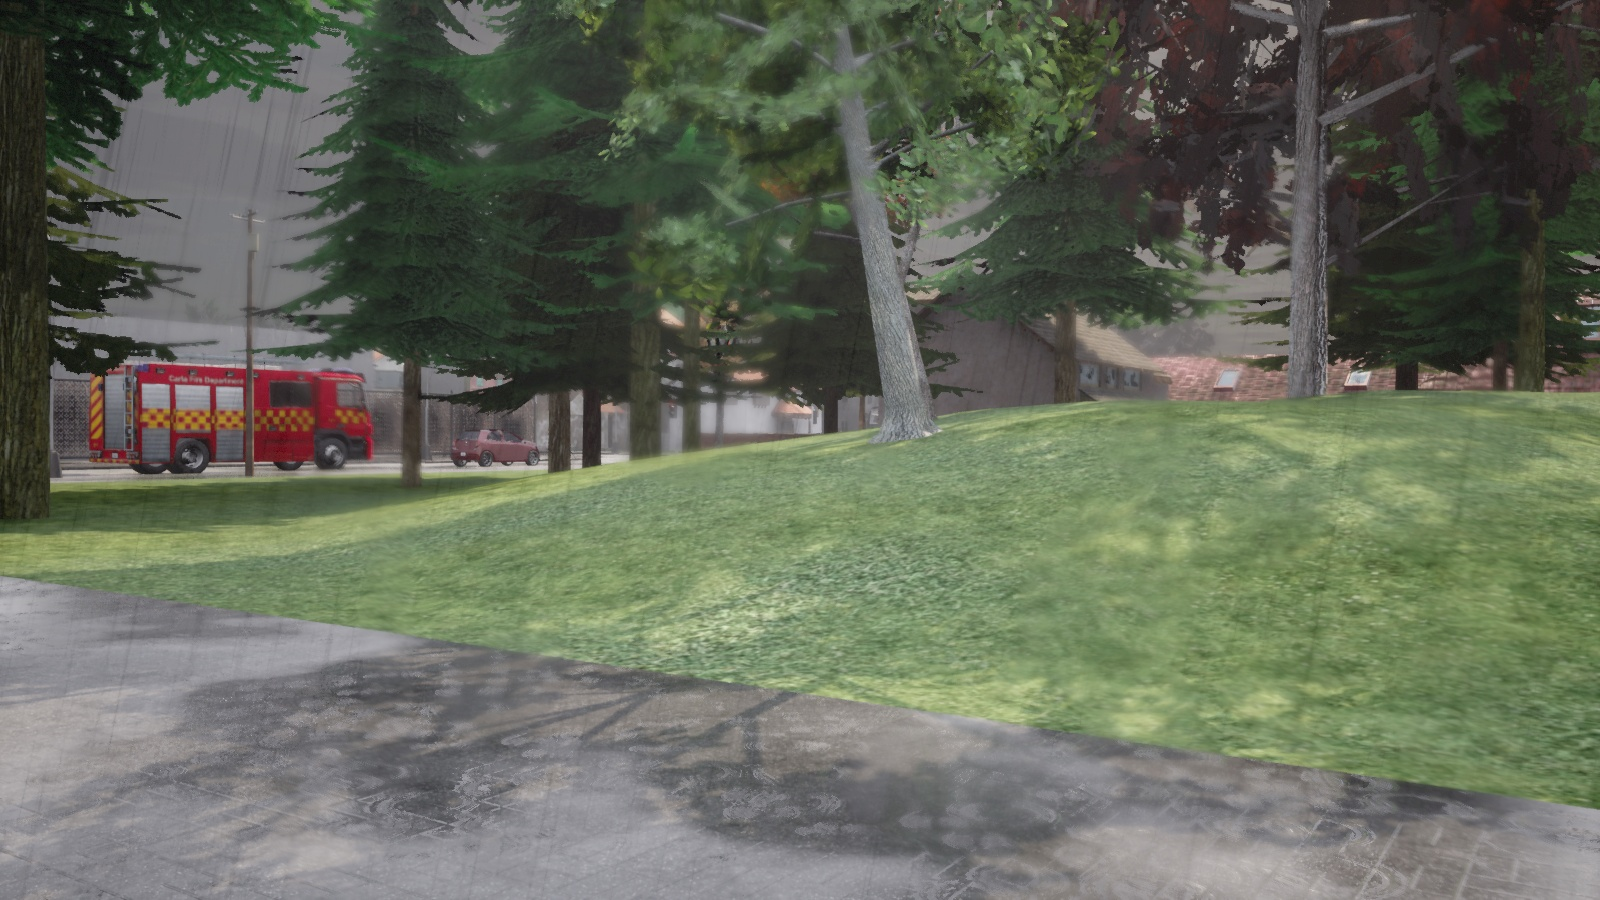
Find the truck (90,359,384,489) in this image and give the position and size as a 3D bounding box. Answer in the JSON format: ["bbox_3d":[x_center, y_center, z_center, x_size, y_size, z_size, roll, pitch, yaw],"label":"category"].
[{"bbox_3d":[-18.100,-0.831,41.094,2.891,3.827,8.468,0,1,34],"label":"truck"}]

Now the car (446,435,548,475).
[{"bbox_3d":[-12.067,0.169,50.173,1.845,1.501,3.633,0,1,33],"label":"car"}]

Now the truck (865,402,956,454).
[{"bbox_3d":[7.773,-1.513,87.329,2.891,3.462,7.936,0,1,33],"label":"truck"}]
